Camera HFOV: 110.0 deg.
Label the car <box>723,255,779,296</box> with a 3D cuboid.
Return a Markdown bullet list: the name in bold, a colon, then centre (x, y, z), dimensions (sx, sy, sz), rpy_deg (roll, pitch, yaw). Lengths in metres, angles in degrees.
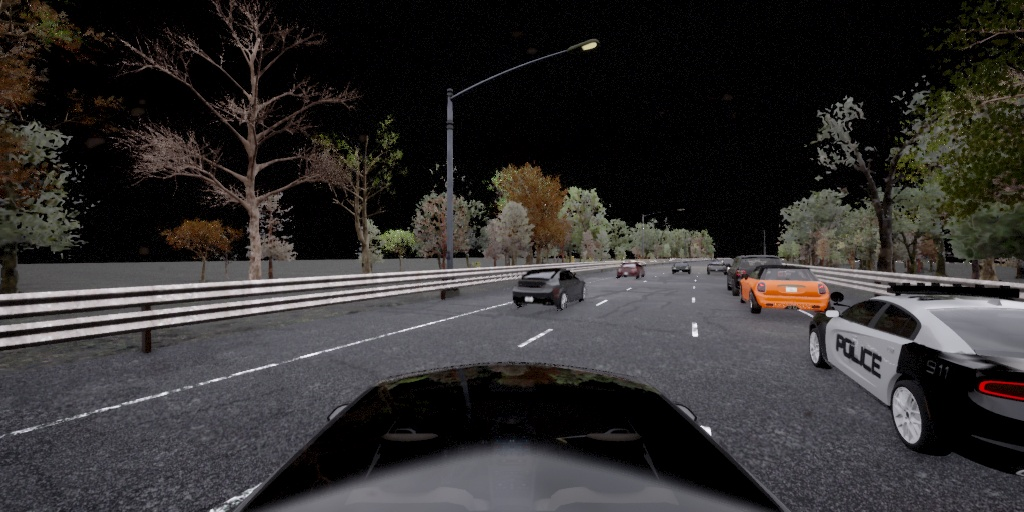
- **car**: centre (12.647, 0.978, 18.754), dimensions (2.150, 2.045, 5.566), rpy_deg (0, 0, 27)

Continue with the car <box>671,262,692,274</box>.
- **car**: centre (19.342, 1.370, 40.798), dimensions (1.895, 1.301, 4.718), rpy_deg (0, 0, 29)

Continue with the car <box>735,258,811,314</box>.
- **car**: centre (9.934, 1.102, 13.421), dimensions (2.097, 1.767, 4.553), rpy_deg (0, 0, 27)

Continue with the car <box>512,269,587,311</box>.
- **car**: centre (1.683, 1.255, 14.656), dimensions (1.837, 1.490, 4.892), rpy_deg (0, 0, 27)

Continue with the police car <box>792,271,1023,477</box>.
- **police car**: centre (5.608, 1.175, 4.699), dimensions (1.930, 1.638, 5.238), rpy_deg (0, 0, 26)

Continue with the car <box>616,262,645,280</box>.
- **car**: centre (10.625, 1.285, 32.001), dimensions (1.812, 1.442, 4.674), rpy_deg (0, 0, 28)

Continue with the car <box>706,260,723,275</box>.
- **car**: centre (22.453, 1.261, 39.317), dimensions (2.128, 1.511, 4.902), rpy_deg (0, 0, 29)
